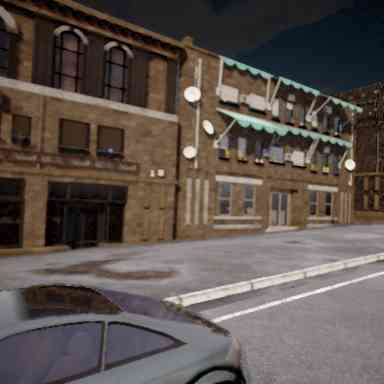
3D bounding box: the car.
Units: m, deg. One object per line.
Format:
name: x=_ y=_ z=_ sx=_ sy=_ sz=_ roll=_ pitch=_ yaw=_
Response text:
car: x=-1.524 y=1.564 z=2.598 sx=4.181 sy=1.385 sz=1.994 roll=0 pitch=0 yaw=-35
